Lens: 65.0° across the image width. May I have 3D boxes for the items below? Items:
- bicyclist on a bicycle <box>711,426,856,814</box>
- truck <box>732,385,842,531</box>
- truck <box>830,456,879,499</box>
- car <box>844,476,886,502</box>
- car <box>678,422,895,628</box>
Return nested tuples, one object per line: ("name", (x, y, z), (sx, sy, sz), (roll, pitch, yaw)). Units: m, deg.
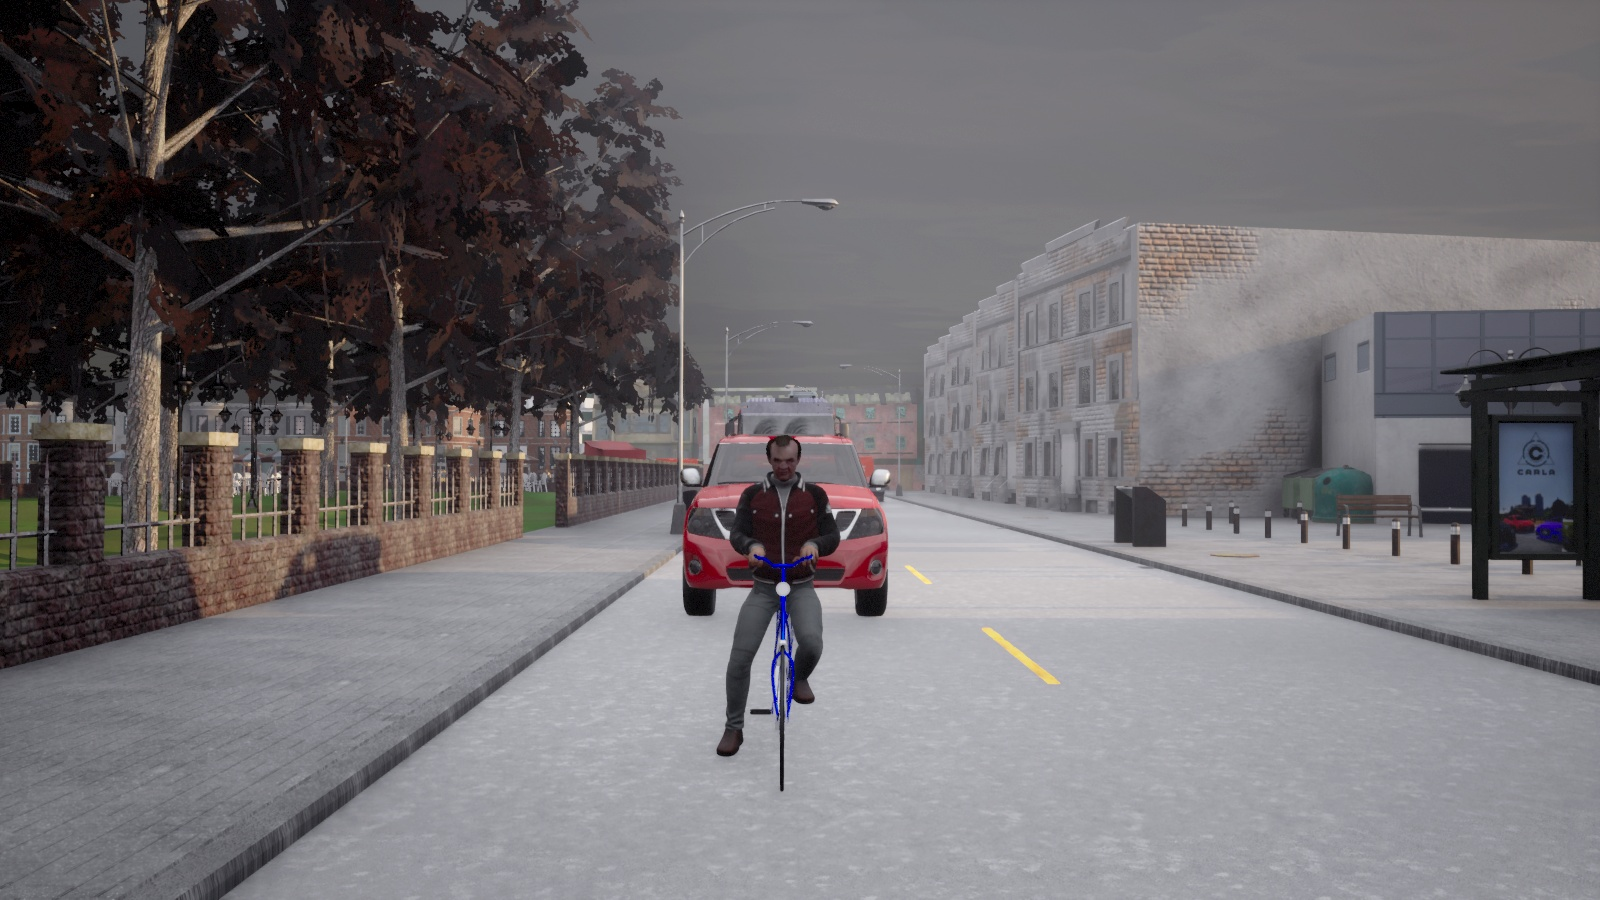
("bicyclist on a bicycle", (-0.083, 0.798, 6.689), (0.659, 1.776, 1.843), (0, -1, -1))
("truck", (-0.389, 0.278, 37.431), (2.891, 3.827, 8.468), (0, -1, -1))
("truck", (3.196, 1.584, 75.188), (2.627, 2.467, 5.204), (0, 0, -1))
("car", (3.312, 1.989, 64.916), (1.895, 1.301, 4.718), (0, -1, -1))
("car", (-0.171, 0.791, 15.308), (2.150, 2.045, 5.566), (0, -1, -1))
